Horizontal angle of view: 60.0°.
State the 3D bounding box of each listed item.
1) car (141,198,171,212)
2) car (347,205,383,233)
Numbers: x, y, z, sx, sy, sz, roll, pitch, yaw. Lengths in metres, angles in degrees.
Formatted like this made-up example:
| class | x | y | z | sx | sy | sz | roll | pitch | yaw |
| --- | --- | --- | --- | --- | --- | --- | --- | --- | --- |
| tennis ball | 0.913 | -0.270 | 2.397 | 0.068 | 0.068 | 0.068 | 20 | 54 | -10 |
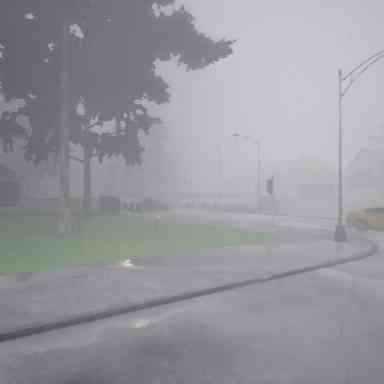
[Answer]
| class | x | y | z | sx | sy | sz | roll | pitch | yaw |
| --- | --- | --- | --- | --- | --- | --- | --- | --- | --- |
| car | -4.304 | 1.468 | 38.751 | 1.837 | 1.490 | 4.892 | 0 | 0 | -36 |
| car | 10.834 | 1.463 | 17.600 | 1.882 | 1.535 | 5.008 | 0 | 0 | -36 |
